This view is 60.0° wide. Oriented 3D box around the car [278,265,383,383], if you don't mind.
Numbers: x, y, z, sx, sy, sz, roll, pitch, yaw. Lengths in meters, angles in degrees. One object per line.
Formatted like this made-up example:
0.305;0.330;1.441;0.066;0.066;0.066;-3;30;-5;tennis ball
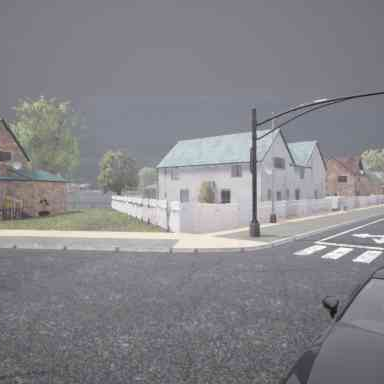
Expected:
2.517;1.524;3.390;1.812;1.442;4.674;0;0;42;car
